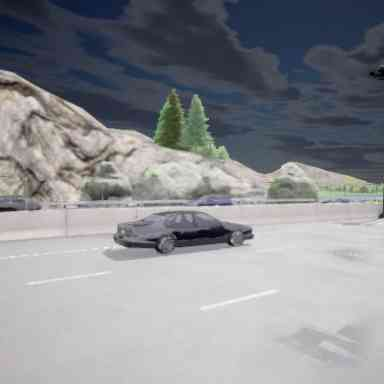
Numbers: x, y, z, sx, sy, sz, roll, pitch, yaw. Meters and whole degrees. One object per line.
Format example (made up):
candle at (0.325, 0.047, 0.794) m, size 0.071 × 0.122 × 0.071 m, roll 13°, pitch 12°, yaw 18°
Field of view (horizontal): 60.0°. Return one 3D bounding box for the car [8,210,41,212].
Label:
car at (-13.648, 1.093, 24.248) m, size 4.902 × 1.511 × 2.128 m, roll 0°, pitch 1°, yaw -35°

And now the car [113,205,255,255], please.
car at (-0.174, 1.395, 12.523) m, size 5.357 × 1.411 × 2.033 m, roll 0°, pitch 1°, yaw -31°
